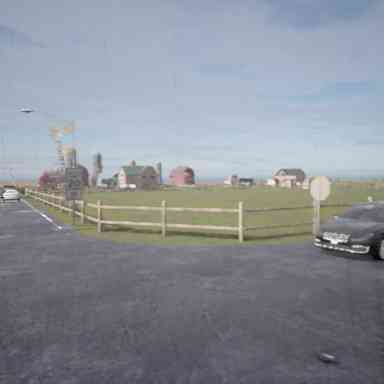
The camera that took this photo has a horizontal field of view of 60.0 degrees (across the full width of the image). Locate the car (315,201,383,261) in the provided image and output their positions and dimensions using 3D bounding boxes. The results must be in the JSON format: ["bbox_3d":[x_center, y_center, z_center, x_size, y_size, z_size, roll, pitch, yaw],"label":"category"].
[{"bbox_3d":[5.963,1.087,10.687,4.892,1.490,1.837,-2,3,-35],"label":"car"}]

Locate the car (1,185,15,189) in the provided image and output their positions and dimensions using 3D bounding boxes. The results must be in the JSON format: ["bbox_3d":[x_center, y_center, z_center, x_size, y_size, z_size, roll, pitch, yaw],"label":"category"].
[{"bbox_3d":[-29.330,-0.066,53.433,2.150,2.045,5.566,-2,2,-30],"label":"car"}]

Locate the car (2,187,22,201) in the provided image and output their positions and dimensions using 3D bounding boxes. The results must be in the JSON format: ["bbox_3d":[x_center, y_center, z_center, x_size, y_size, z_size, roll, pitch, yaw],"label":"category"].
[{"bbox_3d":[-23.825,0.454,44.074,1.812,1.442,4.674,-2,2,-30],"label":"car"}]
